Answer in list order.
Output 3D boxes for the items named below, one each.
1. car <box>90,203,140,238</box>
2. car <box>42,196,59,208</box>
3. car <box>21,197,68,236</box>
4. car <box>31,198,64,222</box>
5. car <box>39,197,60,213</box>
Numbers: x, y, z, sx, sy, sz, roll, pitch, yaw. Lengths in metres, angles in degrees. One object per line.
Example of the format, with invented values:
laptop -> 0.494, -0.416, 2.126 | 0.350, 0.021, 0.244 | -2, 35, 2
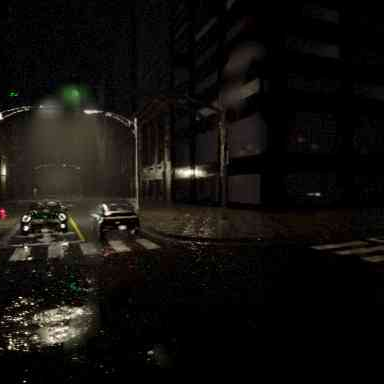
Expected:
car -> -3.991, 1.324, 16.818 | 2.128, 1.511, 4.902 | -1, 1, -23
car -> -18.647, 1.321, 43.880 | 1.994, 1.385, 4.181 | -1, 1, -23
car -> -7.877, 1.236, 17.879 | 2.097, 1.767, 4.553 | -1, 1, -23
car -> -11.247, 1.333, 25.982 | 2.128, 1.511, 4.902 | -1, 1, -22
car -> -14.856, 1.302, 34.800 | 1.837, 1.490, 4.892 | -1, 1, -23
